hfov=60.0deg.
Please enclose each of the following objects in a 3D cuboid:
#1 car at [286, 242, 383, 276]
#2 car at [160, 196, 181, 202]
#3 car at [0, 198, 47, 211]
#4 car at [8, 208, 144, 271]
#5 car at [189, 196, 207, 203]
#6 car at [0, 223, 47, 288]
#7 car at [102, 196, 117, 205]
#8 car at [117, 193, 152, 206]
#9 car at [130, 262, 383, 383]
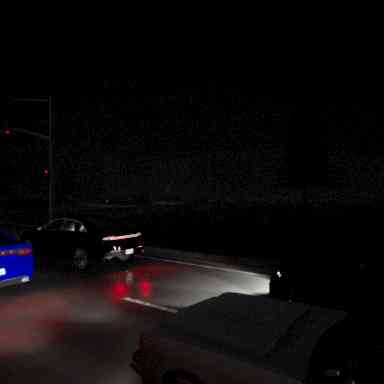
[{"bbox_3d":[3.502,1.564,5.788,4.181,1.385,1.994,0,0,36],"label":"car"},{"bbox_3d":[-4.577,1.539,73.096,2.033,1.411,5.357,0,0,36],"label":"car"},{"bbox_3d":[-19.738,1.491,39.291,2.128,1.511,4.902,0,0,35],"label":"car"},{"bbox_3d":[-3.764,1.492,10.962,4.902,1.511,2.128,0,0,36],"label":"car"},{"bbox_3d":[1.246,1.492,69.204,2.128,1.511,4.902,0,0,36],"label":"car"},{"bbox_3d":[-5.899,1.478,8.186,5.008,1.535,1.882,0,0,36],"label":"car"},{"bbox_3d":[-13.974,1.504,59.816,1.837,1.490,4.892,0,0,35],"label":"car"},{"bbox_3d":[-9.023,1.222,54.694,2.150,2.045,5.566,0,0,35],"label":"car"},{"bbox_3d":[1.716,1.601,2.770,4.718,1.301,1.895,0,0,36],"label":"car"}]
